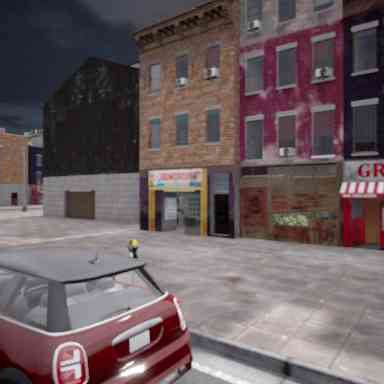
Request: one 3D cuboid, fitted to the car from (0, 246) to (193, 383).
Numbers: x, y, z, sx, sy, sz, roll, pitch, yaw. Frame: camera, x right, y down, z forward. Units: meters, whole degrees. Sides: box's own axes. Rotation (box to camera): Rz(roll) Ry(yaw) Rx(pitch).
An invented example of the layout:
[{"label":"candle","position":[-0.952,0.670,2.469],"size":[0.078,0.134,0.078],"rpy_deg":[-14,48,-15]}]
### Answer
[{"label":"car","position":[-2.076,1.441,4.288],"size":[4.097,1.590,1.967],"rpy_deg":[0,0,35]}]
